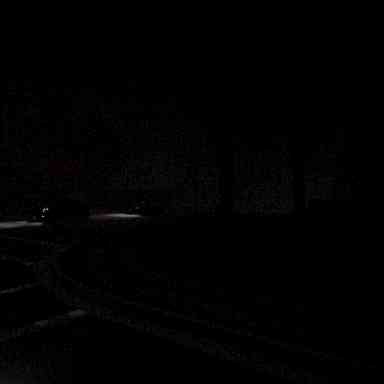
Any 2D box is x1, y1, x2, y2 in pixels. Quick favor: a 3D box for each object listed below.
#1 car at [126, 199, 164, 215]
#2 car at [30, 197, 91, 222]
[{"bbox_3d":[-4.799,1.511,34.707,1.812,1.442,4.674,0,0,34],"label":"car"},{"bbox_3d":[-10.386,1.338,26.435,2.097,1.767,4.553,0,0,34],"label":"car"}]
